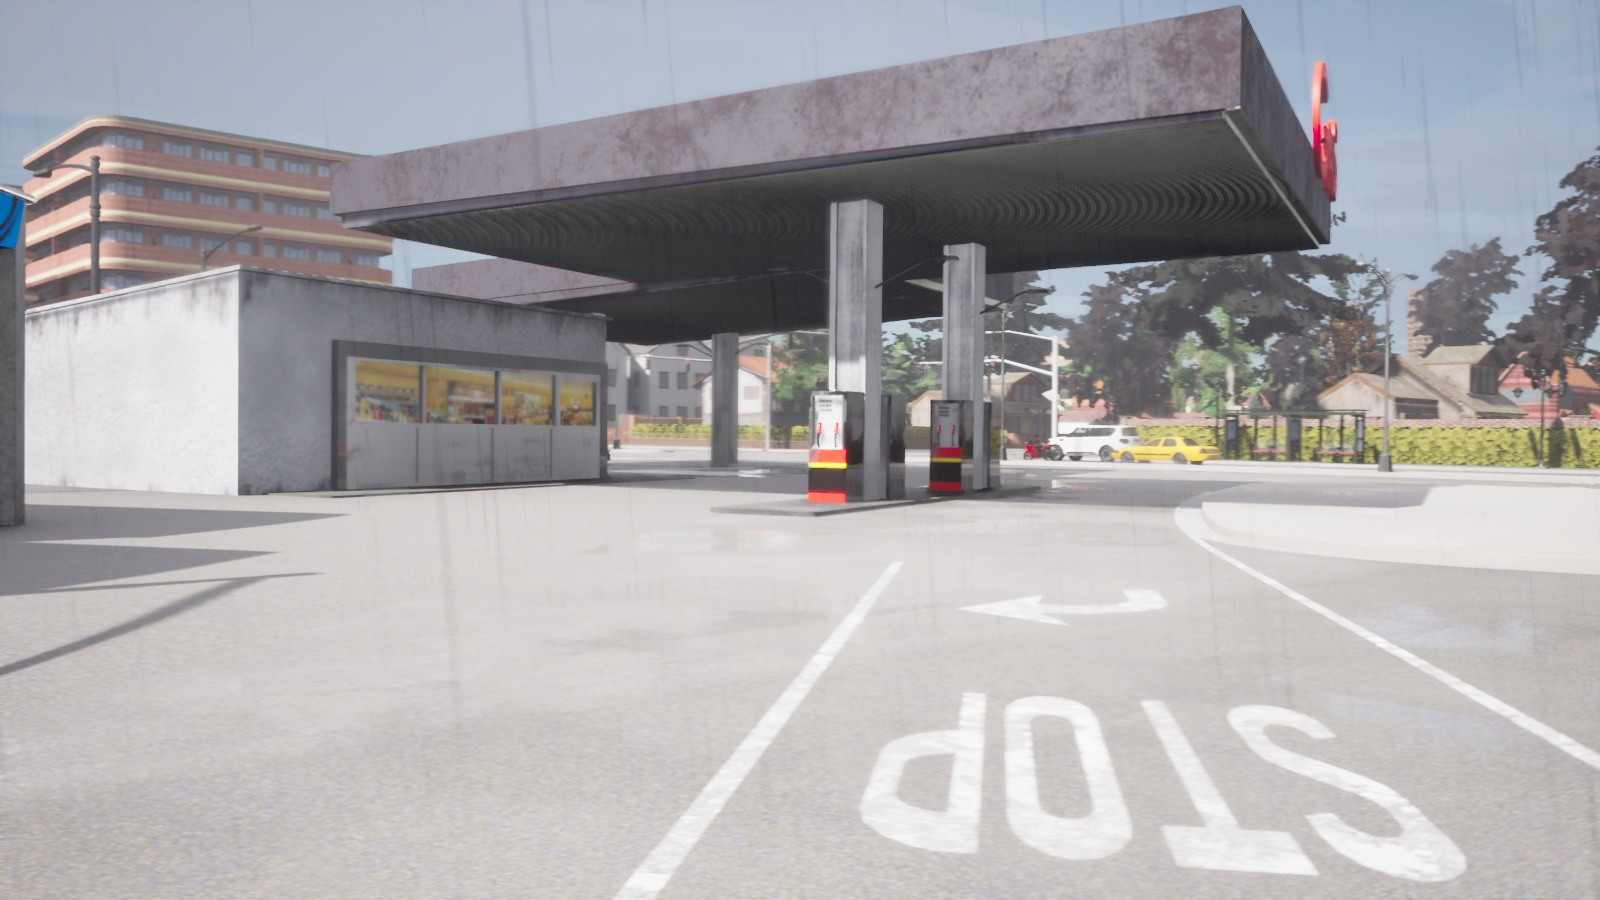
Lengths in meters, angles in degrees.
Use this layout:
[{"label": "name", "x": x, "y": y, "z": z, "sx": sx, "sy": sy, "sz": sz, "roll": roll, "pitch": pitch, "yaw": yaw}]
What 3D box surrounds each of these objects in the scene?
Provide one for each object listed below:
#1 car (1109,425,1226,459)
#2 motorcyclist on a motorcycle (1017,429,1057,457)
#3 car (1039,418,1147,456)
[{"label": "car", "x": 18.242, "y": -0.403, "z": 62.522, "sx": 1.801, "sy": 1.575, "sz": 5.366, "roll": -1, "pitch": 1, "yaw": -44}, {"label": "motorcyclist on a motorcycle", "x": 12.862, "y": -0.382, "z": 68.085, "sx": 0.797, "sy": 1.523, "sz": 2.044, "roll": -1, "pitch": 1, "yaw": -44}, {"label": "car", "x": 16.203, "y": -0.706, "z": 69.657, "sx": 2.150, "sy": 2.045, "sz": 5.566, "roll": -1, "pitch": 1, "yaw": -44}]
